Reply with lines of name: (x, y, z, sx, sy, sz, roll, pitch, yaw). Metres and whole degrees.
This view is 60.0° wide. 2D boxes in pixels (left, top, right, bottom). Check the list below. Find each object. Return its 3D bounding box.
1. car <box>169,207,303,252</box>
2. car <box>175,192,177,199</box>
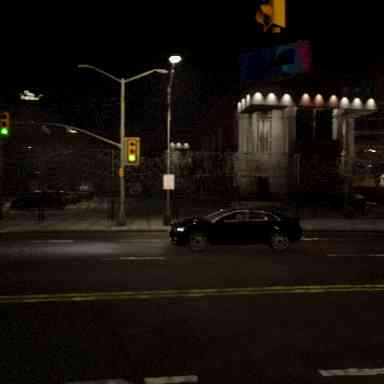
car: (1.610, 1.311, 12.371, 4.902, 1.511, 2.128, 1, 1, -5)
car: (-0.450, 0.343, 56.201, 5.566, 2.045, 2.435, 1, 1, -9)
